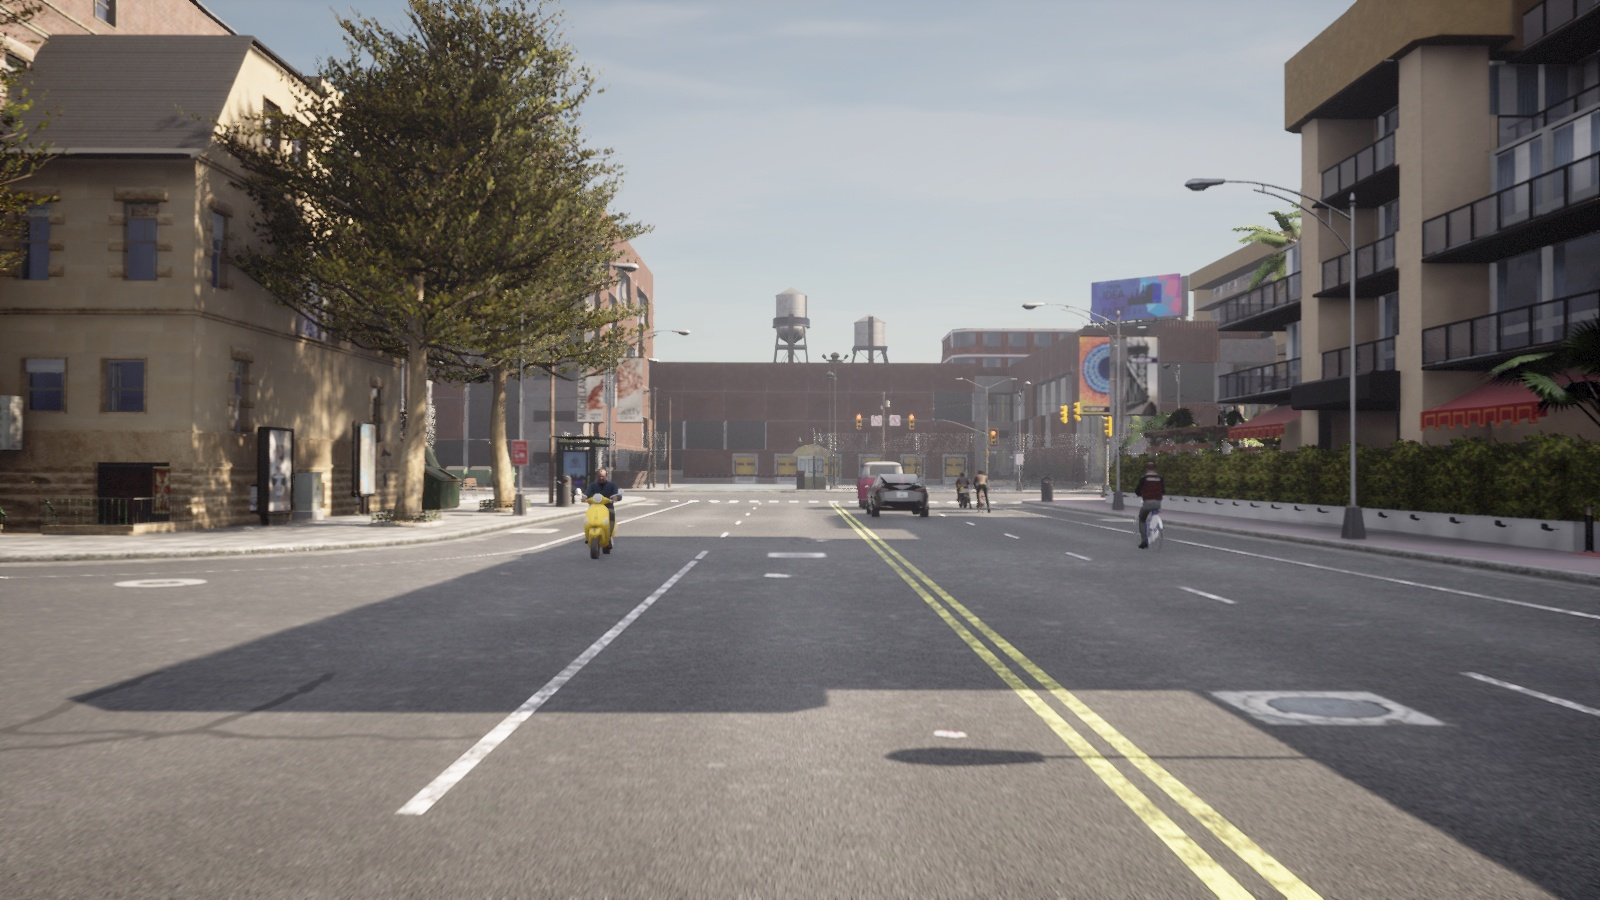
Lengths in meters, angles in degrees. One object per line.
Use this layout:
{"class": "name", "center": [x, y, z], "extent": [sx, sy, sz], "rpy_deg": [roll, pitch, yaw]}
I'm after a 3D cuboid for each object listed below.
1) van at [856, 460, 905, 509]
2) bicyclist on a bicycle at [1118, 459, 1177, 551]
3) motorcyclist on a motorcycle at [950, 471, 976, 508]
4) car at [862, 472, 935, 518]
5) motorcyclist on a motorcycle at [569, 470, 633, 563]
{"class": "van", "center": [3.368, 1.443, 53.136], "extent": [1.775, 1.987, 4.442], "rpy_deg": [0, -1, 0]}
{"class": "bicyclist on a bicycle", "center": [6.937, 1.079, 25.174], "extent": [0.659, 1.776, 1.843], "rpy_deg": [0, -1, 0]}
{"class": "motorcyclist on a motorcycle", "center": [6.873, 1.656, 52.992], "extent": [0.797, 1.523, 2.044], "rpy_deg": [0, -1, 0]}
{"class": "car", "center": [3.392, 1.539, 44.105], "extent": [2.163, 1.488, 4.792], "rpy_deg": [0, -1, 0]}
{"class": "motorcyclist on a motorcycle", "center": [-3.556, 1.160, 22.548], "extent": [0.866, 1.590, 1.817], "rpy_deg": [0, -1, 0]}
